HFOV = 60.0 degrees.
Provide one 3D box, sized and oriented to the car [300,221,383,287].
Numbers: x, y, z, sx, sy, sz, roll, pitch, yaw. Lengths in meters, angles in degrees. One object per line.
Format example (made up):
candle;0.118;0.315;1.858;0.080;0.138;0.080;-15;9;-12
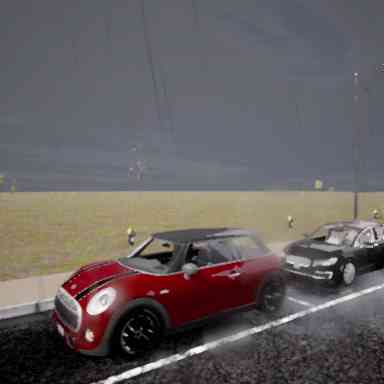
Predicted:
car;4.261;1.509;9.126;4.403;1.369;2.008;0;1;-35

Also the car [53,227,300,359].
car;-0.246;1.425;5.911;4.097;1.590;1.967;0;1;-35
